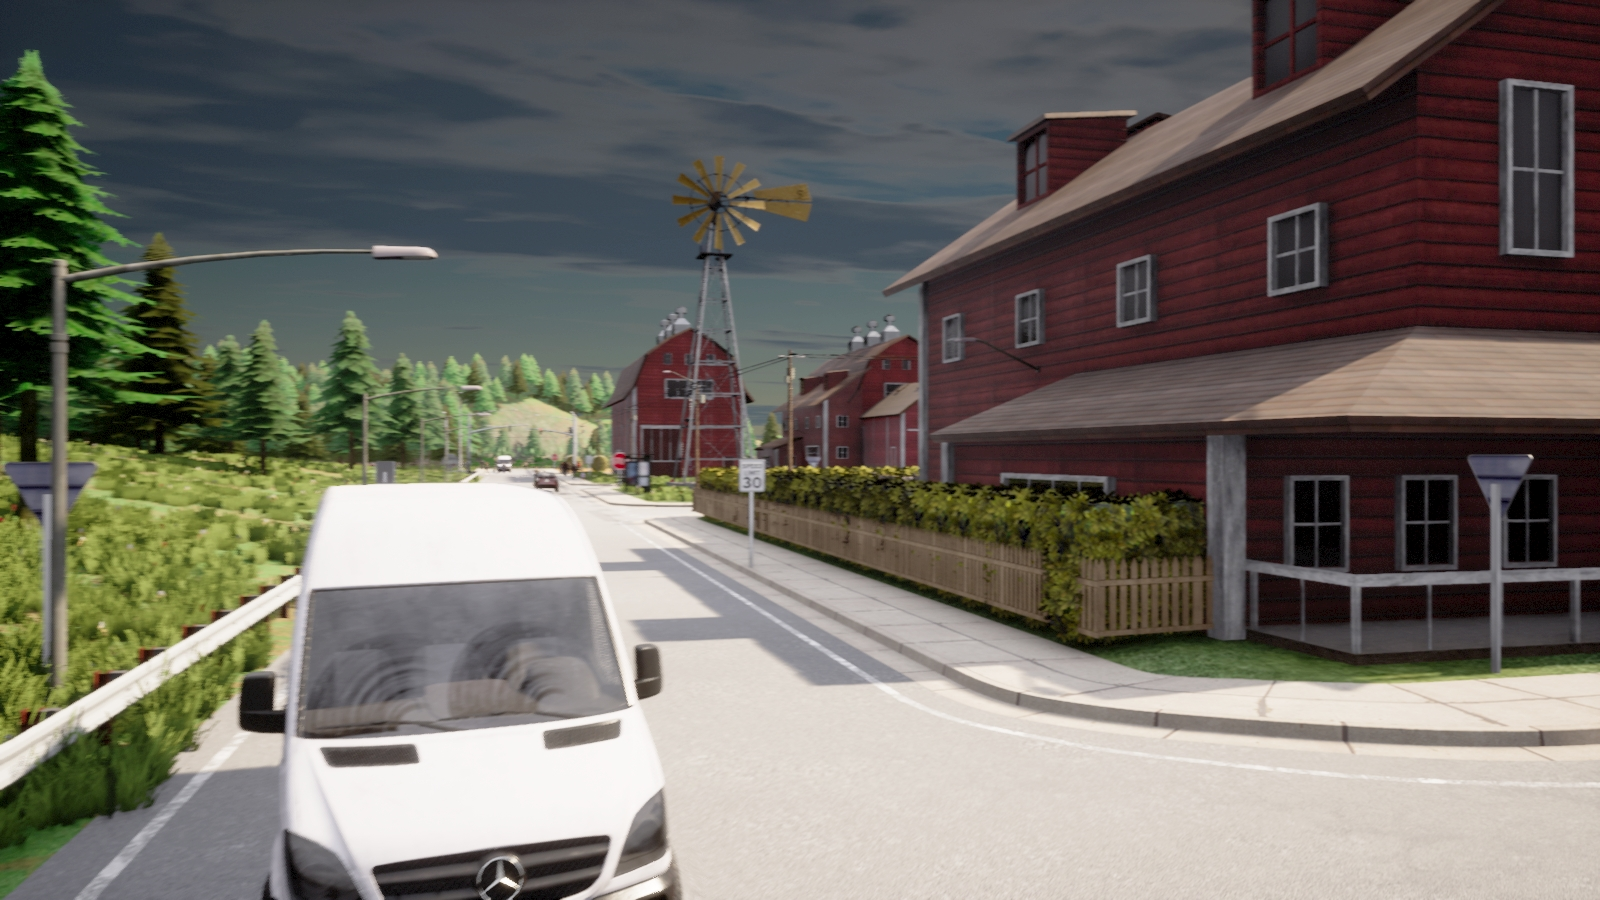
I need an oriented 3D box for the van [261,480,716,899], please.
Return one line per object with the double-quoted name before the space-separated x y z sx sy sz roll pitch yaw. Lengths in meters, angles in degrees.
"van" -2.459 1.554 7.908 1.988 2.561 5.915 0 0 -22
